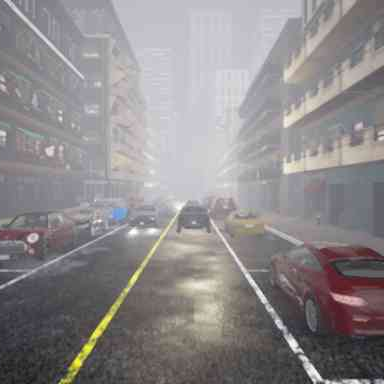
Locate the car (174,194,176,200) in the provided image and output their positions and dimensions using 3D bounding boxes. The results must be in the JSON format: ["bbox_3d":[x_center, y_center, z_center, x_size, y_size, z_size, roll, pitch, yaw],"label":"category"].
[{"bbox_3d":[-5.711,1.593,84.861,2.008,1.369,4.403,-1,0,0],"label":"car"}]

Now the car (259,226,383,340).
[{"bbox_3d":[2.680,1.585,6.405,1.802,1.307,4.206,-1,0,0],"label":"car"}]

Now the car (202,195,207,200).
[{"bbox_3d":[2.671,1.333,40.017,2.192,1.841,5.009,-1,0,0],"label":"car"}]

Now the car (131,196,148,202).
[{"bbox_3d":[-5.698,1.331,34.442,2.192,1.841,5.009,-1,0,0],"label":"car"}]

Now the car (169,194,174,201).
[{"bbox_3d":[-5.710,1.587,73.657,2.008,1.369,4.403,-1,0,0],"label":"car"}]

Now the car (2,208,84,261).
[{"bbox_3d":[-5.670,1.446,12.034,1.967,1.590,4.097,-1,0,0],"label":"car"}]

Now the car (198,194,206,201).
[{"bbox_3d":[2.666,1.485,90.435,1.967,1.590,4.097,-1,0,0],"label":"car"}]

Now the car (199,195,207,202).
[{"bbox_3d":[2.669,1.564,79.401,1.752,1.417,4.829,-1,0,0],"label":"car"}]

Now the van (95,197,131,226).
[{"bbox_3d":[-5.673,1.352,23.238,1.690,1.788,3.998,-1,0,0],"label":"van"}]

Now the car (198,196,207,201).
[{"bbox_3d":[2.669,1.608,84.833,1.947,1.339,4.313,-1,0,0],"label":"car"}]

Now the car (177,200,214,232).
[{"bbox_3d":[0.101,1.486,20.242,1.882,1.535,5.008,0,0,0],"label":"car"}]

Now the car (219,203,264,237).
[{"bbox_3d":[2.677,1.533,17.779,1.752,1.417,4.829,-1,0,0],"label":"car"}]

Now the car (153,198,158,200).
[{"bbox_3d":[-5.713,1.569,40.045,2.008,1.369,4.403,-1,0,0],"label":"car"}]

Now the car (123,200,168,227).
[{"bbox_3d":[-3.103,1.558,23.231,2.033,1.411,5.357,0,0,0],"label":"car"}]

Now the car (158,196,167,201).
[{"bbox_3d":[-5.707,1.609,56.851,1.802,1.307,4.206,-1,0,0],"label":"car"}]

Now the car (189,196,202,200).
[{"bbox_3d":[0.095,1.583,41.993,1.994,1.385,4.181,0,0,0],"label":"car"}]

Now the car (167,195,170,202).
[{"bbox_3d":[-5.708,1.612,62.453,1.802,1.307,4.206,-1,0,0],"label":"car"}]

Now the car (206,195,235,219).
[{"bbox_3d":[2.673,1.328,28.813,2.192,1.841,5.009,-1,0,0],"label":"car"}]

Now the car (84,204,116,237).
[{"bbox_3d":[-5.669,1.559,17.636,2.008,1.369,4.403,-1,0,0],"label":"car"}]

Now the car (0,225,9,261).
[{"bbox_3d":[-5.668,1.585,6.432,1.802,1.307,4.206,-1,0,0],"label":"car"}]
